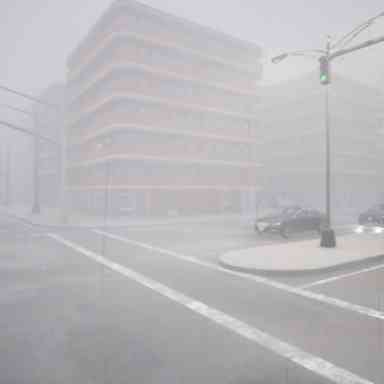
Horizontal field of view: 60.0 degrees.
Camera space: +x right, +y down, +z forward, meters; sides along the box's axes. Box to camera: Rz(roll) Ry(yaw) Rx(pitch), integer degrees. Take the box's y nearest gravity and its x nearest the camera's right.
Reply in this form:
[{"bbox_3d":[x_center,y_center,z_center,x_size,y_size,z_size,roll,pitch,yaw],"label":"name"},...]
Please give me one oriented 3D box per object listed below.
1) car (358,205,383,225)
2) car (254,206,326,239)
[{"bbox_3d":[13.538,1.607,23.458,4.181,1.385,1.994,0,0,-36],"label":"car"},{"bbox_3d":[5.385,1.518,17.647,4.902,1.511,2.128,0,0,-35],"label":"car"}]
